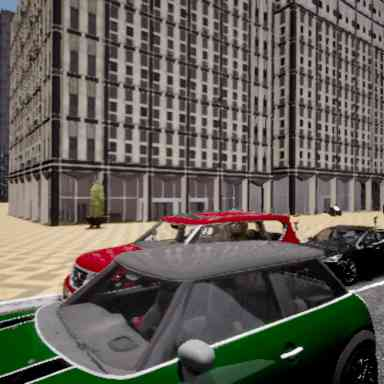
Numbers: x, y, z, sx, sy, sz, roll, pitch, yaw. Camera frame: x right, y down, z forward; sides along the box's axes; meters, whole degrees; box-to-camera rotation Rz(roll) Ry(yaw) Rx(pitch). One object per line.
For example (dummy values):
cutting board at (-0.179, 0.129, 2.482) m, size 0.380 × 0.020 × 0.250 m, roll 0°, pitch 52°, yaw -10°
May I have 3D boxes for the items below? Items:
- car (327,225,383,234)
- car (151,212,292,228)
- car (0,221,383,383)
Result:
car at (4.655, 1.678, 9.883) m, size 4.313 × 1.339 × 1.947 m, roll 1°, pitch -1°, yaw -35°
car at (0.161, 1.361, 6.678) m, size 5.009 × 1.841 × 2.192 m, roll 1°, pitch -1°, yaw -35°
car at (-0.206, 1.371, 3.198) m, size 4.553 × 1.767 × 2.097 m, roll 1°, pitch 0°, yaw -36°
